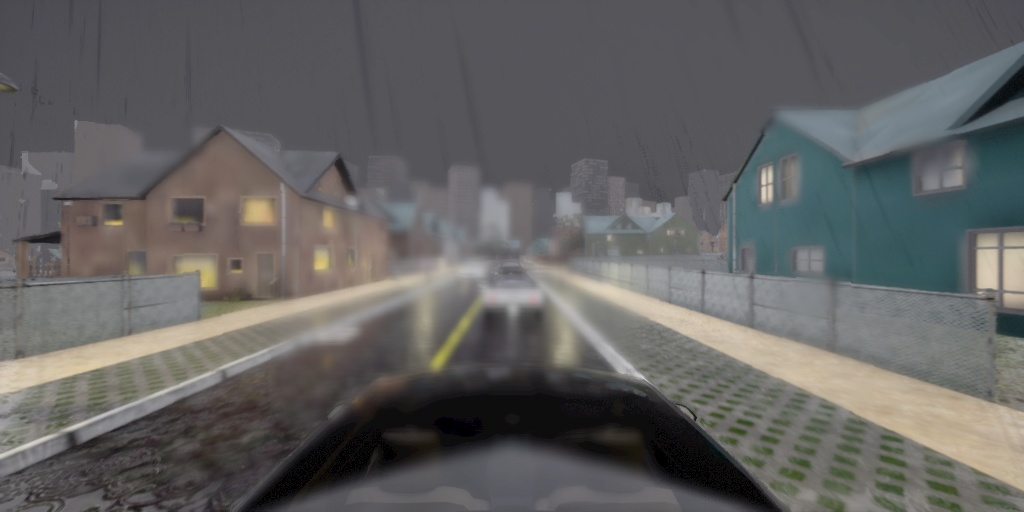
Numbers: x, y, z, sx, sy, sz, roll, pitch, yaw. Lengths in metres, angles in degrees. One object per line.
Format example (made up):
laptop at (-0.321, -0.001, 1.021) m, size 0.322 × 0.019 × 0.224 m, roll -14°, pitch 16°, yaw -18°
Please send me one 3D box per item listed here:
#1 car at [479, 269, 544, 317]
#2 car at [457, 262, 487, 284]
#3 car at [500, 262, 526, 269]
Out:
car at (0.061, 1.322, 13.062) m, size 1.895 × 1.301 × 4.718 m, roll 0°, pitch 0°, yaw 0°
car at (-2.834, 1.213, 26.786) m, size 1.812 × 1.442 × 4.674 m, roll 0°, pitch 0°, yaw 0°
car at (0.055, 1.162, 27.834) m, size 1.882 × 1.535 × 5.008 m, roll 0°, pitch 0°, yaw 0°
